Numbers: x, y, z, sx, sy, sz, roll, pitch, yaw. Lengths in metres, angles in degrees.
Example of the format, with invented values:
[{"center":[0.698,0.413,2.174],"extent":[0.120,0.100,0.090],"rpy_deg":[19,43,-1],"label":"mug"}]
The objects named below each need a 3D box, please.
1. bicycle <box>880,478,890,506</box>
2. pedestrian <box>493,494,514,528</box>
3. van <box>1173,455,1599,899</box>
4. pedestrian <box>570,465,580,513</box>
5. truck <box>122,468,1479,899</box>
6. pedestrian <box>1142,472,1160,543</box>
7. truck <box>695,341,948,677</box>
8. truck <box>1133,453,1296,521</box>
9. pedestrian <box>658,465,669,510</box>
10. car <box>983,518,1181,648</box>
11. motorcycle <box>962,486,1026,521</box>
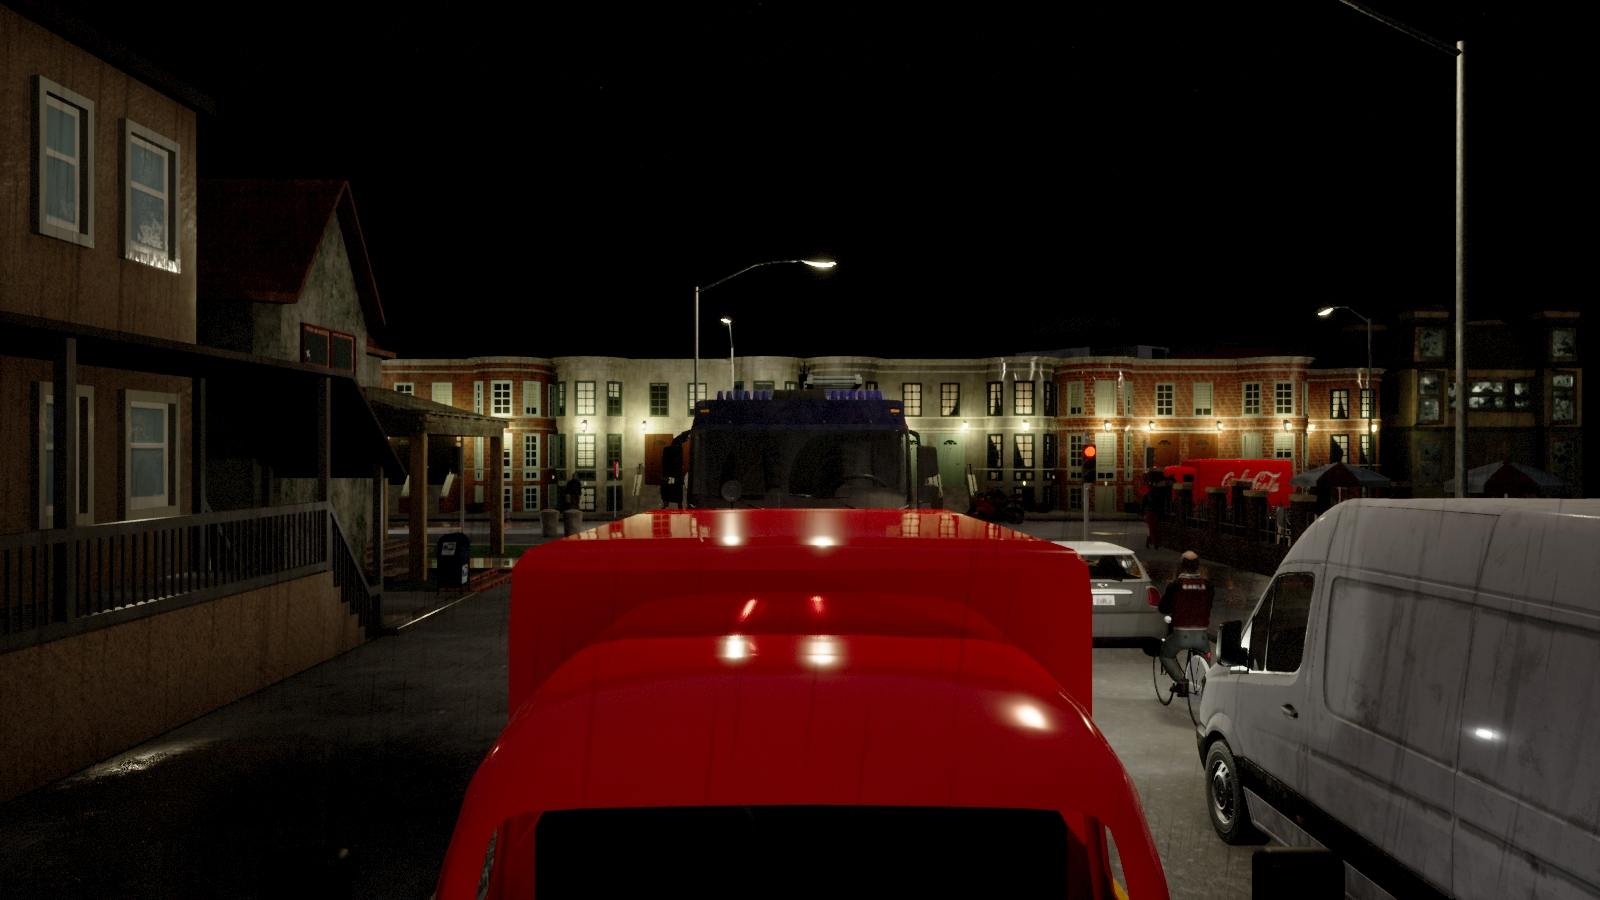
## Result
[{"center":[4.005,1.963,53.762],"extent":[0.329,1.271,1.835],"rpy_deg":[0,0,0],"label":"bicycle"},{"center":[-9.798,2.025,37.810],"extent":[0.500,1.100,0.500],"rpy_deg":[0,0,12],"label":"pedestrian"},{"center":[4.008,1.318,6.281],"extent":[1.988,2.561,5.915],"rpy_deg":[0,0,0],"label":"van"},{"center":[-8.883,1.544,45.167],"extent":[0.375,1.860,0.375],"rpy_deg":[0,0,-11],"label":"pedestrian"},{"center":[-0.002,1.351,4.813],"extent":[2.627,2.467,5.204],"rpy_deg":[0,0,0],"label":"truck"},{"center":[9.365,1.529,30.516],"extent":[0.375,1.860,0.375],"rpy_deg":[0,0,0],"label":"pedestrian"},{"center":[0.275,0.678,17.256],"extent":[2.891,3.827,8.468],"rpy_deg":[0,0,0],"label":"truck"},{"center":[15.513,1.366,43.027],"extent":[5.204,2.467,2.627],"rpy_deg":[0,0,0],"label":"truck"},{"center":[-5.660,1.545,47.389],"extent":[0.375,1.860,0.375],"rpy_deg":[0,0,3],"label":"pedestrian"},{"center":[3.996,1.852,16.834],"extent":[1.970,1.475,3.806],"rpy_deg":[0,0,0],"label":"car"},{"center":[7.245,2.003,42.731],"extent":[2.209,1.251,0.867],"rpy_deg":[0,0,-7],"label":"motorcycle"}]
